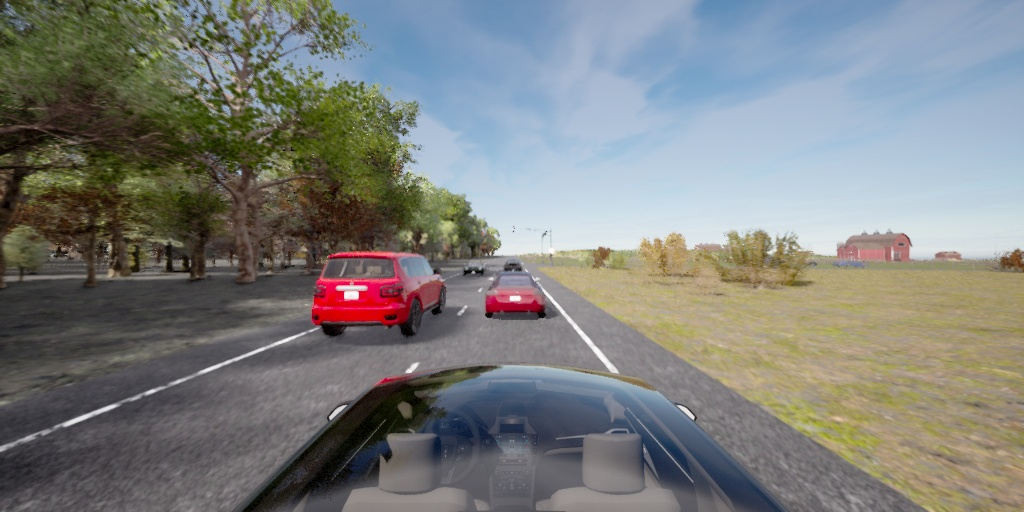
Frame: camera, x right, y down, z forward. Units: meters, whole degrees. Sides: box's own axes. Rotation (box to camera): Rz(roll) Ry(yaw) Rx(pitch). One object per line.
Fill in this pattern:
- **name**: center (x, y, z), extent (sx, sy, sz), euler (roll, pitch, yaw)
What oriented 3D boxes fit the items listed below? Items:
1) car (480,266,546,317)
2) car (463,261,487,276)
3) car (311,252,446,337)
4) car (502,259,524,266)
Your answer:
- **car**: center (0.101, 1.244, 12.906), extent (1.994, 1.385, 4.181), euler (0, 0, 0)
- **car**: center (-3.403, 1.146, 33.785), extent (1.895, 1.301, 4.718), euler (0, 0, 0)
- **car**: center (-3.399, 0.917, 10.270), extent (2.150, 2.045, 5.566), euler (0, 0, 0)
- **car**: center (0.100, 1.039, 35.217), extent (1.837, 1.490, 4.892), euler (0, 0, 0)
